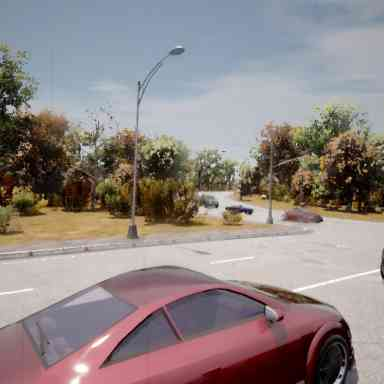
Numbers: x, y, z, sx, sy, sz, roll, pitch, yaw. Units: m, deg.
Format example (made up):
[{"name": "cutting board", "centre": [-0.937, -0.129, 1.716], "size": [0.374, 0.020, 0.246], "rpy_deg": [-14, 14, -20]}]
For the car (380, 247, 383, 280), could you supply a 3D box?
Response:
[{"name": "car", "centre": [6.996, 1.487, 8.778], "size": [4.553, 1.767, 2.097], "rpy_deg": [2, -1, -35]}]

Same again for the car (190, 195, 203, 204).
[{"name": "car", "centre": [0.854, 1.417, 66.880], "size": [1.837, 1.490, 4.892], "rpy_deg": [2, 2, -8]}]

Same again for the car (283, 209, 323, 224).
[{"name": "car", "centre": [11.031, 2.369, 33.253], "size": [1.994, 1.385, 4.181], "rpy_deg": [3, -1, -25]}]

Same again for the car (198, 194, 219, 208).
[{"name": "car", "centre": [2.874, 1.570, 56.361], "size": [2.150, 2.045, 5.566], "rpy_deg": [3, 2, -13]}]

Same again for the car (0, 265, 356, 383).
[{"name": "car", "centre": [-0.028, 1.572, 3.727], "size": [4.181, 1.385, 1.994], "rpy_deg": [0, 0, -36]}]

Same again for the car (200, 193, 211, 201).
[{"name": "car", "centre": [3.203, 1.130, 78.692], "size": [2.128, 1.511, 4.902], "rpy_deg": [2, 2, -1]}]

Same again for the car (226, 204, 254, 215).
[{"name": "car", "centre": [6.392, 2.304, 44.362], "size": [1.895, 1.301, 4.718], "rpy_deg": [3, 0, -19]}]
